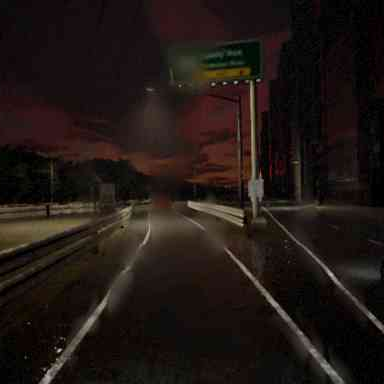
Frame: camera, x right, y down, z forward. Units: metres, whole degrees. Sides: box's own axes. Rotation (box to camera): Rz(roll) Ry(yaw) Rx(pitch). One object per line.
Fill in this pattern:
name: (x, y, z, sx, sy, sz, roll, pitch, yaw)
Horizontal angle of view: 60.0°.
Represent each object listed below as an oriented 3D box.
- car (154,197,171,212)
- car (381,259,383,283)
car: (-4.183, 1.789, 47.620, 2.150, 2.045, 5.566, -1, 0, -5)
car: (5.170, 1.556, 6.091, 1.812, 1.442, 4.674, -1, -1, 10)
